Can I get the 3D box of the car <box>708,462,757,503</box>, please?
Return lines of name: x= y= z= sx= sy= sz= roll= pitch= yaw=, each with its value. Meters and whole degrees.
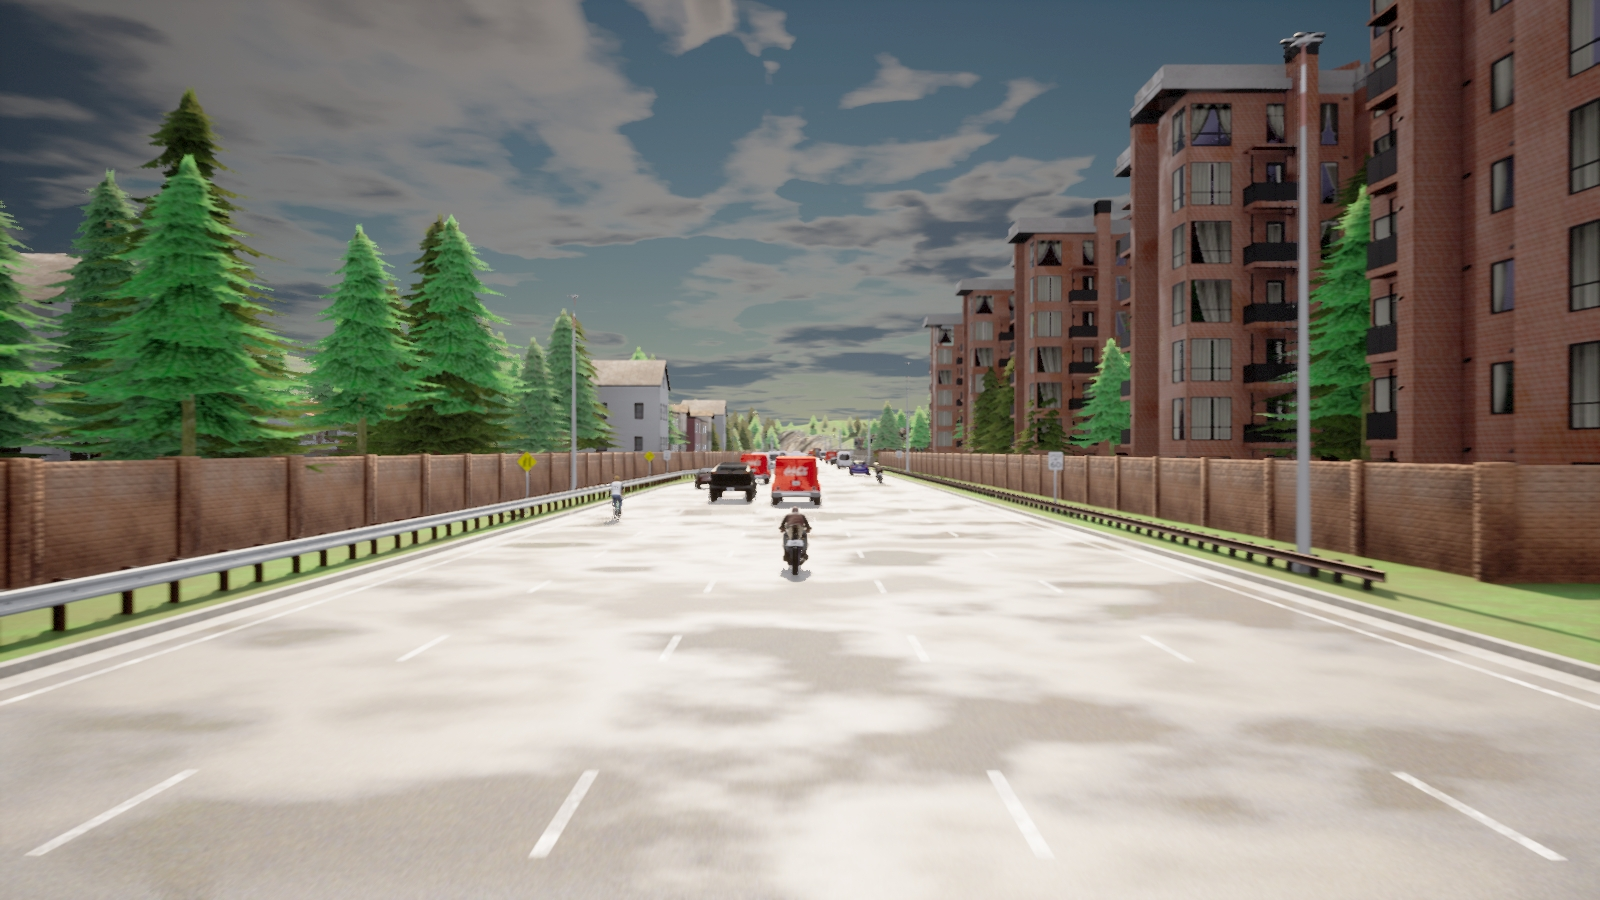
car: x=-3.711 y=1.756 z=64.040 sx=2.390 sy=2.098 sz=6.274 roll=0 pitch=0 yaw=0

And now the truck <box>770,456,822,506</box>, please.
truck: x=-0.200 y=1.569 z=60.215 sx=2.627 sy=2.467 sz=5.204 roll=0 pitch=0 yaw=0

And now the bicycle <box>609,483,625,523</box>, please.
bicycle: x=-7.160 y=2.058 z=44.845 sx=0.373 sy=1.496 sz=1.643 roll=0 pitch=0 yaw=0

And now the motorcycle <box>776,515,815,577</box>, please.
motorcycle: x=-0.109 y=2.206 z=26.514 sx=0.867 sy=1.251 sz=2.209 roll=0 pitch=0 yaw=0
